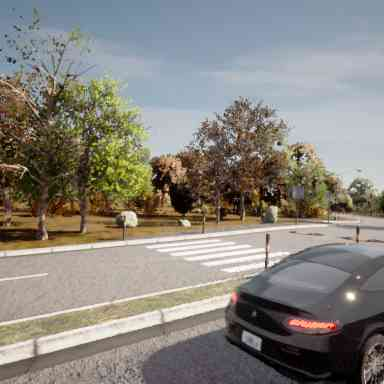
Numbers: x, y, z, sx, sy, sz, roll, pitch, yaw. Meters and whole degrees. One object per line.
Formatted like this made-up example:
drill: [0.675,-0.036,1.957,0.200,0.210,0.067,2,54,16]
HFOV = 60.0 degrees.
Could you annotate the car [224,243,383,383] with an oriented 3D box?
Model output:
car: [2.601,1.535,5.082,4.674,1.442,1.812,0,0,-33]
